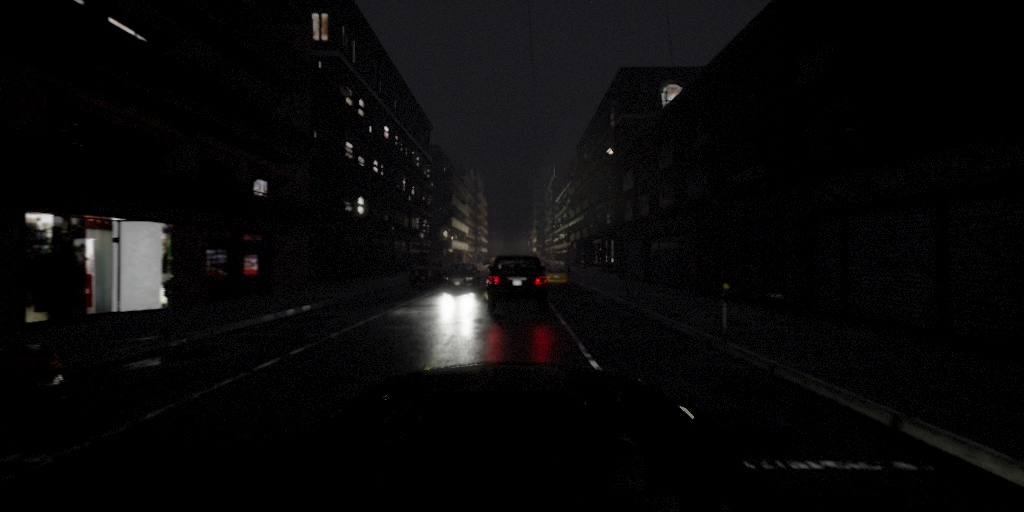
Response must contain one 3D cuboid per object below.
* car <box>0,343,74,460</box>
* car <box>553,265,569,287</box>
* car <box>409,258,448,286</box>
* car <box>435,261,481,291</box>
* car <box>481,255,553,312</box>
[{"bbox_3d":[-5.706,1.309,2.211,1.802,1.307,4.207,0,0,0],"label":"car"},{"bbox_3d":[2.857,1.284,24.854,1.751,1.417,4.829,0,0,0],"label":"car"},{"bbox_3d":[-5.524,1.039,24.756,2.192,1.841,5.009,0,0,0],"label":"car"},{"bbox_3d":[-2.944,1.227,21.820,2.128,1.511,4.902,0,0,1],"label":"car"},{"bbox_3d":[0.190,0.971,14.444,2.150,2.045,5.566,0,0,0],"label":"car"}]
